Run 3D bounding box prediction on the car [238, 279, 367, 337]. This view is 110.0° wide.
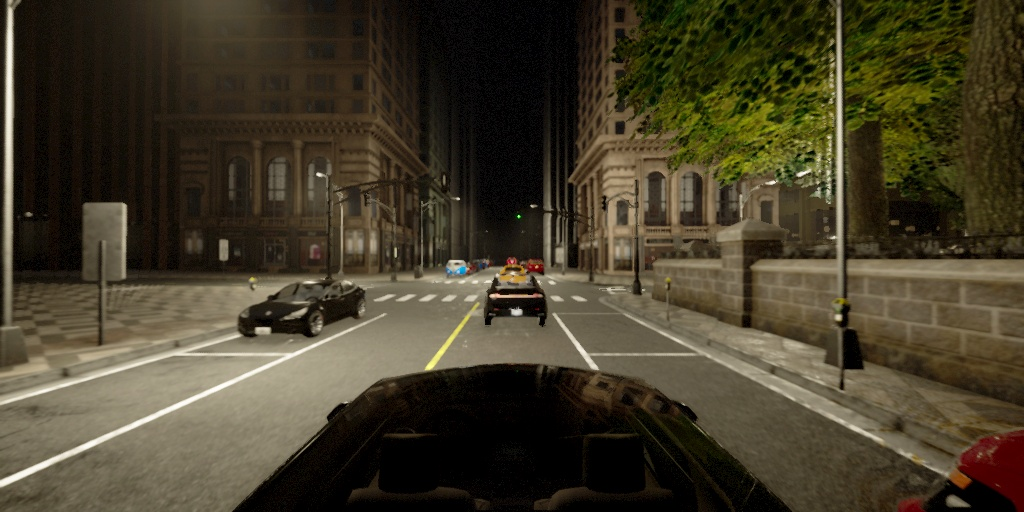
[{"bbox_3d":[-5.763,1.374,10.474,1.948,1.339,4.313,0,0,0],"label":"car"}]

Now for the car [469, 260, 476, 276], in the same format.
[{"bbox_3d":[-5.766,1.481,42.571,1.967,1.591,4.097,0,0,0],"label":"car"}]

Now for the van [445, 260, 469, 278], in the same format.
[{"bbox_3d":[-5.765,1.340,37.131,1.690,1.789,3.998,0,0,0],"label":"van"}]

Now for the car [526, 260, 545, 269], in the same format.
[{"bbox_3d":[2.760,1.356,42.581,2.192,1.841,5.009,0,0,0],"label":"car"}]

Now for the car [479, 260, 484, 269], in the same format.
[{"bbox_3d":[-5.767,1.694,53.453,1.948,1.339,4.313,0,0,0],"label":"car"}]

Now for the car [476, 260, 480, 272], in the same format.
[{"bbox_3d":[-5.766,1.630,48.012,1.888,1.381,4.507,0,0,0],"label":"car"}]

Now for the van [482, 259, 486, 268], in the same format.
[{"bbox_3d":[-5.767,1.514,58.894,1.690,1.789,3.998,0,0,0],"label":"van"}]

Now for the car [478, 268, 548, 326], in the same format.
[{"bbox_3d":[0.023,1.310,12.007,2.128,1.511,4.902,0,0,-3],"label":"car"}]

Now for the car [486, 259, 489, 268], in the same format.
[{"bbox_3d":[-5.768,1.762,64.335,1.888,1.381,4.507,0,0,0],"label":"car"}]

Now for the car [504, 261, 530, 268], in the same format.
[{"bbox_3d":[0.103,1.430,27.046,1.882,1.535,5.008,1,0,0],"label":"car"}]
